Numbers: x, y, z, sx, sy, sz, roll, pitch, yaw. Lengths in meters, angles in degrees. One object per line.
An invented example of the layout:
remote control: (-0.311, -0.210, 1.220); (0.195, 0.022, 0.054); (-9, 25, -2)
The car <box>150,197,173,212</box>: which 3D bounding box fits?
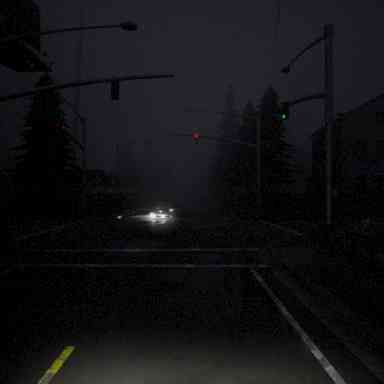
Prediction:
car: (-3.627, 1.491, 38.102); (2.128, 1.511, 4.902); (0, 0, 0)
